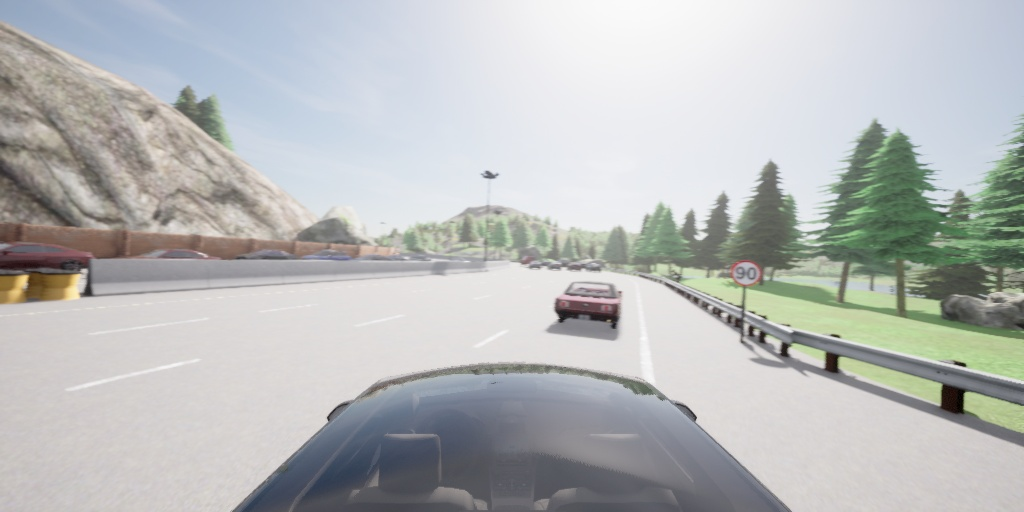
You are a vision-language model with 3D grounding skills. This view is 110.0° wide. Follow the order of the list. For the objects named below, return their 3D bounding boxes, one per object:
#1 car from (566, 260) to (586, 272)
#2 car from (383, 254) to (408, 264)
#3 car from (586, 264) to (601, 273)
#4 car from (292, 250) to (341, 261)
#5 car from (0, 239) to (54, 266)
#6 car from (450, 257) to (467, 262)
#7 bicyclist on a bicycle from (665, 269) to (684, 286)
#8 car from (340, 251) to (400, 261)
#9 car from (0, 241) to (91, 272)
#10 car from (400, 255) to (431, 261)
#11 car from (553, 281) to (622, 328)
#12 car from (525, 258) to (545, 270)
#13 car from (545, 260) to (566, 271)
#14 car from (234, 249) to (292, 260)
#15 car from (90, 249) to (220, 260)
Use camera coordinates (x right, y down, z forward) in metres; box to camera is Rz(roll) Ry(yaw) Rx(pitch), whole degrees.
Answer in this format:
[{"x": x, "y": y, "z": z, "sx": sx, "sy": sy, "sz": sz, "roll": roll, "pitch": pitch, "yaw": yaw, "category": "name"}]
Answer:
[{"x": 10.867, "y": 1.869, "z": 62.767, "sx": 1.882, "sy": 1.535, "sz": 5.008, "roll": 3, "pitch": 0, "yaw": -3, "category": "car"}, {"x": -17.657, "y": 0.417, "z": 54.506, "sx": 1.994, "sy": 1.385, "sz": 4.181, "roll": 3, "pitch": 0, "yaw": 9, "category": "car"}, {"x": 14.341, "y": 2.083, "z": 63.495, "sx": 1.837, "sy": 1.490, "sz": 4.892, "roll": 3, "pitch": 0, "yaw": -3, "category": "car"}, {"x": -16.611, "y": 0.238, "z": 32.095, "sx": 2.097, "sy": 1.767, "sz": 4.553, "roll": 3, "pitch": 0, "yaw": 18, "category": "car"}, {"x": -28.521, "y": -0.219, "z": 18.678, "sx": 2.033, "sy": 1.411, "sz": 5.357, "roll": 3, "pitch": 0, "yaw": 19, "category": "car"}, {"x": -7.666, "y": 0.910, "z": 50.984, "sx": 1.812, "sy": 1.442, "sz": 4.674, "roll": 3, "pitch": 0, "yaw": 10, "category": "car"}, {"x": 14.815, "y": 2.060, "z": 32.592, "sx": 1.656, "sy": 1.620, "sz": 0.582, "roll": 7, "pitch": 1, "yaw": 18, "category": "bicyclist on a bicycle"}, {"x": -12.763, "y": 0.571, "z": 32.609, "sx": 1.882, "sy": 1.535, "sz": 5.008, "roll": 3, "pitch": 0, "yaw": 18, "category": "car"}, {"x": -22.038, "y": 0.106, "z": 16.003, "sx": 1.812, "sy": 1.442, "sz": 4.674, "roll": 3, "pitch": 0, "yaw": 19, "category": "car"}, {"x": -12.167, "y": 0.643, "z": 46.491, "sx": 1.837, "sy": 1.490, "sz": 4.892, "roll": 3, "pitch": 0, "yaw": 13, "category": "car"}, {"x": 2.802, "y": 1.509, "z": 12.377, "sx": 1.895, "sy": 1.301, "sz": 4.718, "roll": 3, "pitch": 0, "yaw": 19, "category": "car"}, {"x": 3.903, "y": 1.564, "z": 61.644, "sx": 2.033, "sy": 1.411, "sz": 5.357, "roll": 3, "pitch": 0, "yaw": -3, "category": "car"}, {"x": 7.378, "y": 1.695, "z": 62.291, "sx": 2.128, "sy": 1.511, "sz": 4.902, "roll": 3, "pitch": 0, "yaw": -3, "category": "car"}, {"x": -23.240, "y": 0.080, "z": 34.281, "sx": 2.033, "sy": 1.411, "sz": 5.357, "roll": 3, "pitch": 0, "yaw": 19, "category": "car"}, {"x": -17.569, "y": 0.347, "z": 18.318, "sx": 1.812, "sy": 1.442, "sz": 4.674, "roll": 3, "pitch": 0, "yaw": 19, "category": "car"}]
